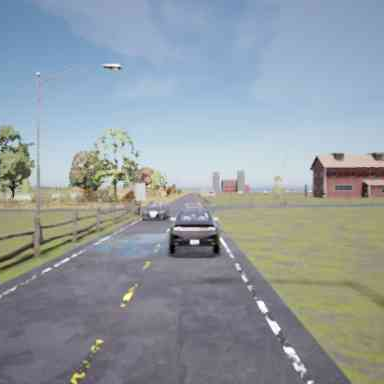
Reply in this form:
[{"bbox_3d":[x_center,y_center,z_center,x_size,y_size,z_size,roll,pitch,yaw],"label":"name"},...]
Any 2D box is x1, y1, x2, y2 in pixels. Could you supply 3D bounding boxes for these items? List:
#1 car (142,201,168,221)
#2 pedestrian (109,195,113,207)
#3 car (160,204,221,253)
[{"bbox_3d":[-2.808,1.450,26.717,2.128,1.511,4.902,0,0,0],"label":"car"},{"bbox_3d":[-12.154,1.337,49.907,0.375,1.860,0.375,0,1,0],"label":"pedestrian"},{"bbox_3d":[0.098,1.467,13.544,2.128,1.511,4.902,0,0,0],"label":"car"}]
